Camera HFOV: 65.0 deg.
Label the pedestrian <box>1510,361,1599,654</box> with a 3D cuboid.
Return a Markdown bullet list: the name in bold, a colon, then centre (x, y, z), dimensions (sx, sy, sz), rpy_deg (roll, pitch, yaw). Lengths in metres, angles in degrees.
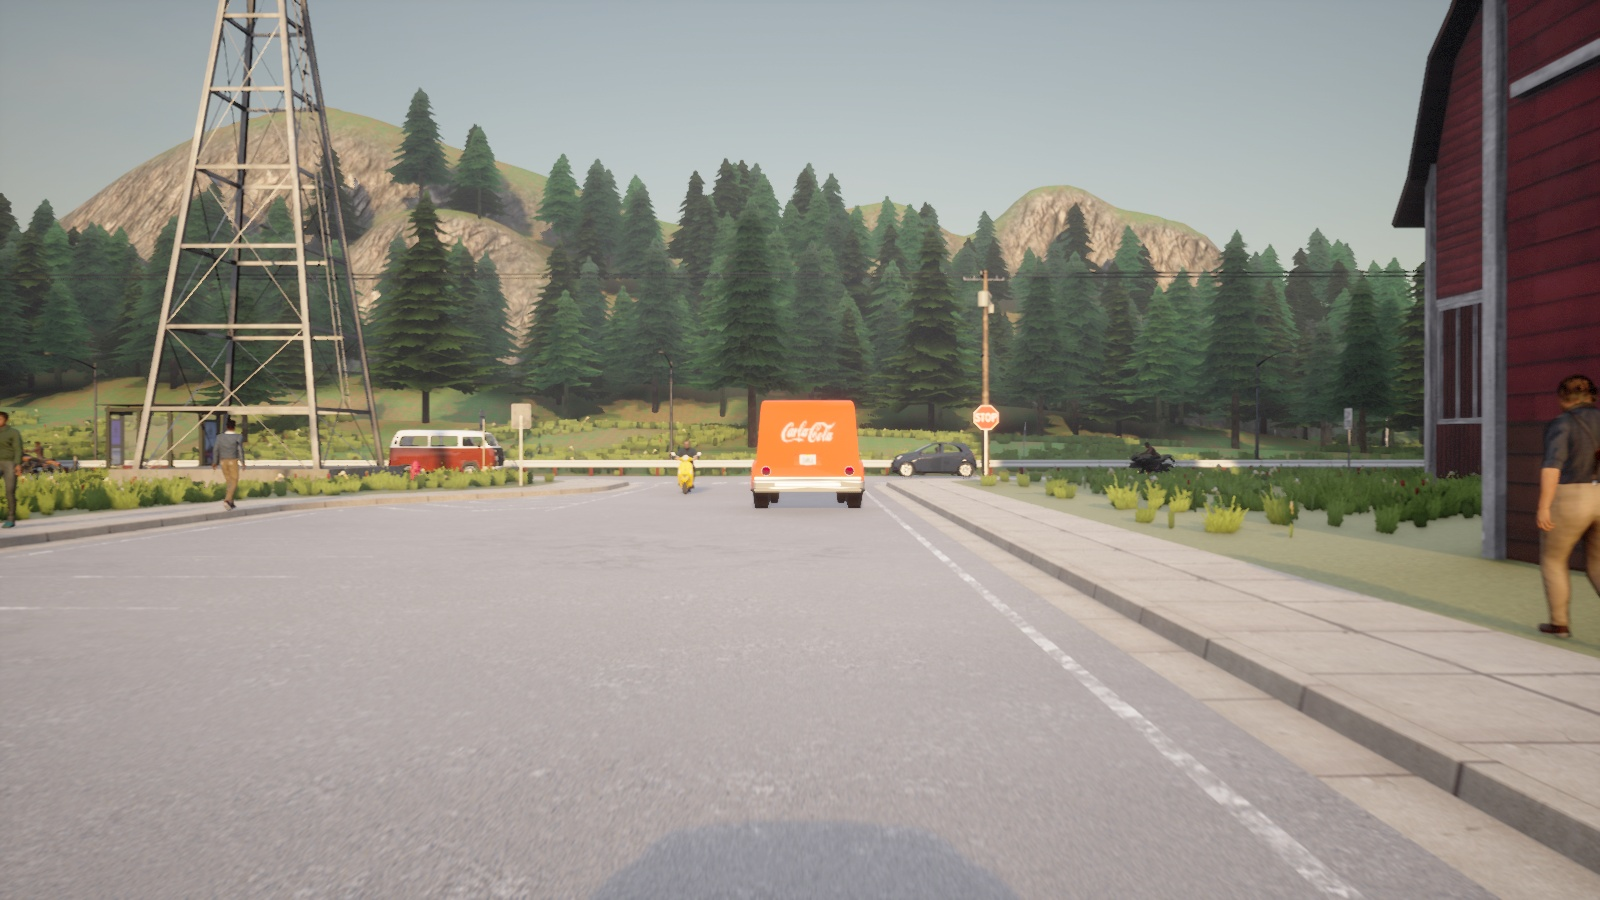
- **pedestrian**: centre (5.154, 0.358, 8.273), dimensions (0.540, 1.848, 0.694), rpy_deg (0, 0, -1)

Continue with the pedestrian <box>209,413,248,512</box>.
- **pedestrian**: centre (-11.420, 0.251, 25.118), dimensions (0.423, 1.949, 0.788), rpy_deg (0, 0, 0)

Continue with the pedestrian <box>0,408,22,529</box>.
- **pedestrian**: centre (-12.364, 0.283, 19.357), dimensions (0.353, 1.847, 0.614), rpy_deg (0, 0, -1)

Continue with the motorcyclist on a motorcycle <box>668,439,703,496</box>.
- **motorcyclist on a motorcycle**: centre (-3.302, 0.492, 36.473), dimensions (0.866, 1.590, 1.817), rpy_deg (0, 0, 0)

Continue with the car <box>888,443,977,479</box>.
- **car**: centre (5.637, 0.463, 53.629), dimensions (3.633, 1.501, 1.845), rpy_deg (0, 0, 1)

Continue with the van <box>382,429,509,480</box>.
- **van**: centre (-14.232, 0.173, 50.591), dimensions (4.480, 2.038, 2.069), rpy_deg (0, 0, 1)

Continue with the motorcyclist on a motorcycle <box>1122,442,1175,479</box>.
- **motorcyclist on a motorcycle**: centre (14.831, 0.440, 53.414), dimensions (2.044, 1.523, 0.797), rpy_deg (0, 0, 1)

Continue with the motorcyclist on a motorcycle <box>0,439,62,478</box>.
- **motorcyclist on a motorcycle**: centre (-33.436, 0.363, 54.542), dimensions (2.350, 1.649, 0.766), rpy_deg (0, 0, 1)

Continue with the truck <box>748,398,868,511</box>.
- **truck**: centre (0.188, 0.090, 30.051), dimensions (2.627, 2.467, 5.204), rpy_deg (0, 0, 0)
